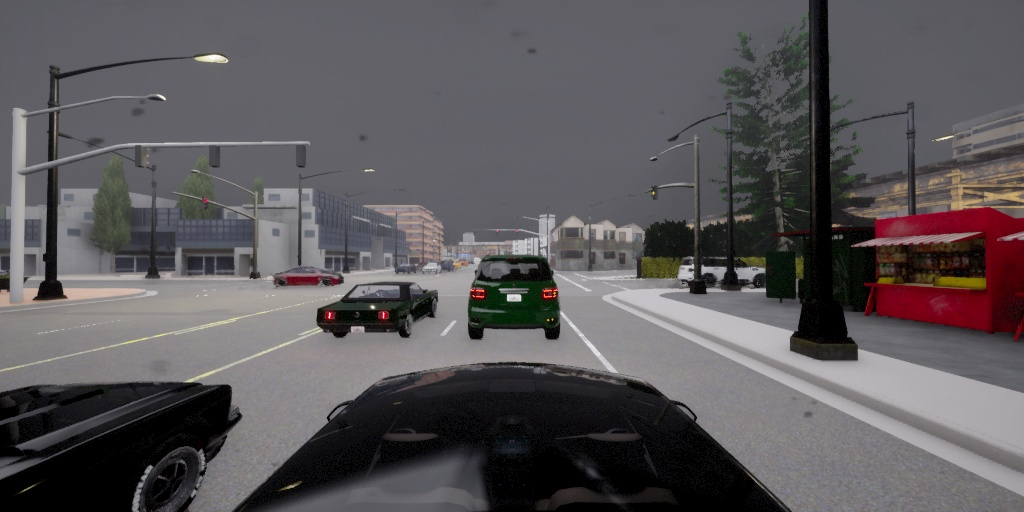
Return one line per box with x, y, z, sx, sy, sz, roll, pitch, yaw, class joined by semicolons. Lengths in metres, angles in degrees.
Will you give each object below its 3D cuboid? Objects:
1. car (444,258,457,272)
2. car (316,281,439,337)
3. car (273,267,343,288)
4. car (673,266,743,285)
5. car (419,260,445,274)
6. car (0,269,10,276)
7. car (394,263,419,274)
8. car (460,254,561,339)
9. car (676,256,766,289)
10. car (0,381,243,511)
-10.618;1.527;56.914;2.097;1.767;4.553;0;0;0;car
-3.437;1.368;10.257;1.895;1.301;4.718;0;0;0;car
-13.877;1.437;24.616;4.181;1.385;1.994;0;-1;-12;car
14.746;1.449;27.128;4.181;1.385;1.994;0;-1;0;car
-10.629;1.644;47.886;1.812;1.442;4.674;0;0;0;car
-35.636;1.345;23.824;4.892;1.490;1.837;0;-1;1;car
-14.139;1.671;48.259;2.033;1.411;5.357;0;-1;0;car
0.060;0.986;10.241;2.150;2.045;5.566;0;0;0;car
13.844;1.056;23.439;5.566;2.045;2.150;0;-1;0;car
-3.402;1.351;1.118;1.895;1.301;4.718;0;0;0;car
